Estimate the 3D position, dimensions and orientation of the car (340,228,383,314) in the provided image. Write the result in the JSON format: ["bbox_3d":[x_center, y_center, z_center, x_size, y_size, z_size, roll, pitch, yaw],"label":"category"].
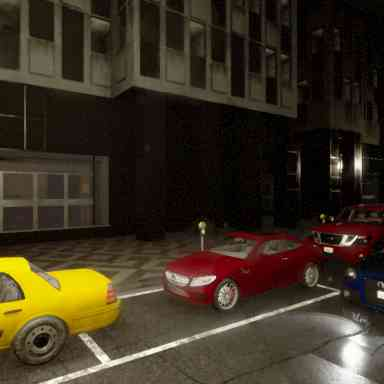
[{"bbox_3d":[4.883,1.563,6.725,4.181,1.385,1.994,0,0,-35],"label":"car"}]

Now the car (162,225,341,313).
[{"bbox_3d":[1.331,1.581,7.593,4.206,1.307,1.802,0,0,-35],"label":"car"}]

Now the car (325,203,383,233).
[{"bbox_3d":[5.897,1.314,10.839,5.009,1.841,2.192,0,0,-35],"label":"car"}]

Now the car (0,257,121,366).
[{"bbox_3d":[-3.374,1.525,4.249,4.829,1.417,1.752,0,0,-35],"label":"car"}]
